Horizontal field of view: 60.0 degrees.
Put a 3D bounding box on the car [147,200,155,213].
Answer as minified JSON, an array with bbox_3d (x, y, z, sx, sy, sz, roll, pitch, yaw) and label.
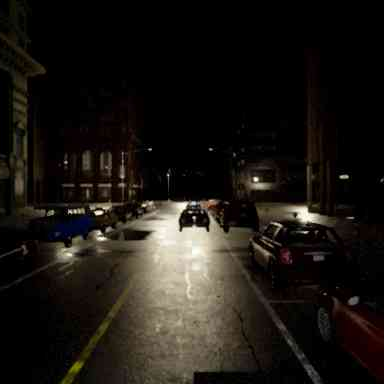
[{"bbox_3d":[-5.712,1.769,37.385,1.947,1.339,4.313,0,0,0],"label":"car"}]

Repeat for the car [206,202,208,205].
[{"bbox_3d":[2.821,1.677,43.011,1.967,1.590,4.097,0,0,0],"label":"car"}]

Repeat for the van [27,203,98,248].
[{"bbox_3d":[-5.744,1.418,14.840,1.690,1.788,3.998,0,0,0],"label":"van"}]

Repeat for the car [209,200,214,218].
[{"bbox_3d":[2.796,1.454,26.104,2.192,1.841,5.009,0,0,0],"label":"car"}]

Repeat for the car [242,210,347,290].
[{"bbox_3d":[2.773,1.488,9.196,1.967,1.590,4.097,0,0,0],"label":"car"}]

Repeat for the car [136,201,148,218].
[{"bbox_3d":[-5.720,1.737,31.748,1.947,1.339,4.313,0,0,0],"label":"car"}]

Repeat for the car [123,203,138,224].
[{"bbox_3d":[-5.728,1.721,26.112,1.802,1.307,4.206,0,0,0],"label":"car"}]

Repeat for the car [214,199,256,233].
[{"bbox_3d":[2.788,1.423,20.468,2.192,1.841,5.009,0,0,0],"label":"car"}]

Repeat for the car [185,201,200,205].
[{"bbox_3d":[0.157,1.760,38.933,2.033,1.411,5.357,0,0,0],"label":"car"}]

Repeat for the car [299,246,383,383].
[{"bbox_3d":[2.766,1.601,3.559,1.802,1.307,4.206,0,0,0],"label":"car"}]

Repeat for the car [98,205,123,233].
[{"bbox_3d":[-5.736,1.632,20.305,1.752,1.417,4.829,0,0,0],"label":"car"}]

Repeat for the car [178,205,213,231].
[{"bbox_3d":[0.132,1.714,21.450,1.895,1.301,4.718,0,0,0],"label":"car"}]

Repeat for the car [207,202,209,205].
[{"bbox_3d":[2.805,1.737,31.739,1.947,1.339,4.313,0,0,0],"label":"car"}]

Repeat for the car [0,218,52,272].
[{"bbox_3d":[-5.751,1.629,9.203,1.802,1.307,4.206,0,0,0],"label":"car"}]
